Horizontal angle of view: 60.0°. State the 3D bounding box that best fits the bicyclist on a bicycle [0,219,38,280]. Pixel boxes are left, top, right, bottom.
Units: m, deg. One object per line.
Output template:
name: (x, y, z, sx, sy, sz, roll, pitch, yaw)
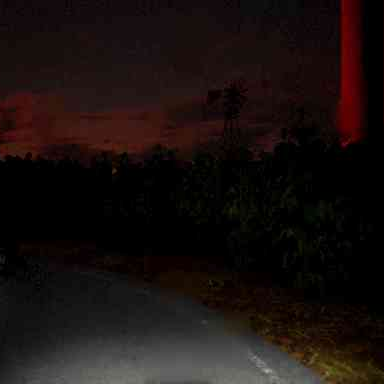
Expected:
bicyclist on a bicycle: (-4.525, 1.453, 8.073, 0.582, 1.620, 1.656, 0, 2, 34)
